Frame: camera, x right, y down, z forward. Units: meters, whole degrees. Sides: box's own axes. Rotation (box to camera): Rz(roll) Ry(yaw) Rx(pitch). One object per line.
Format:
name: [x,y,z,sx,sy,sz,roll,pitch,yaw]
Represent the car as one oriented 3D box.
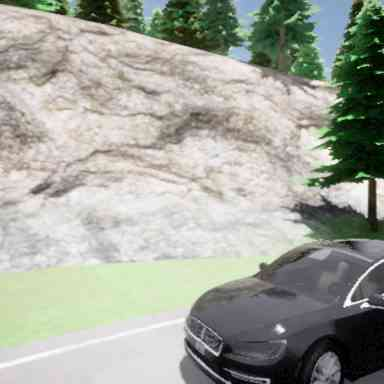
car: [2.247,1.508,4.853,4.892,1.490,1.837,0,0,-27]
